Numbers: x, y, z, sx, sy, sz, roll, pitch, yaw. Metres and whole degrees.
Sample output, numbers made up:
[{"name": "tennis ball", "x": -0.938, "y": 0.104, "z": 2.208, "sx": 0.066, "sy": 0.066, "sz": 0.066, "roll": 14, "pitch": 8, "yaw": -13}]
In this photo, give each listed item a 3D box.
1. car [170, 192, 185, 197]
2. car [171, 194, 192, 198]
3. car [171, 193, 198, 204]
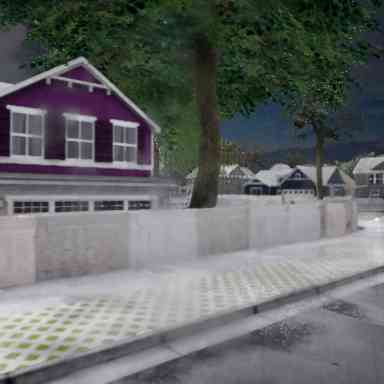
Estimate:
[{"name": "car", "x": -3.084, "y": 0.950, "z": 53.648, "sx": 2.150, "sy": 2.045, "sz": 5.566, "roll": 0, "pitch": 0, "yaw": -40}, {"name": "car", "x": 0.098, "y": 1.319, "z": 39.730, "sx": 1.882, "sy": 1.535, "sz": 5.008, "roll": 0, "pitch": 0, "yaw": -41}, {"name": "car", "x": -1.246, "y": 1.085, "z": 56.498, "sx": 2.097, "sy": 1.767, "sz": 4.553, "roll": 0, "pitch": 0, "yaw": -42}]
